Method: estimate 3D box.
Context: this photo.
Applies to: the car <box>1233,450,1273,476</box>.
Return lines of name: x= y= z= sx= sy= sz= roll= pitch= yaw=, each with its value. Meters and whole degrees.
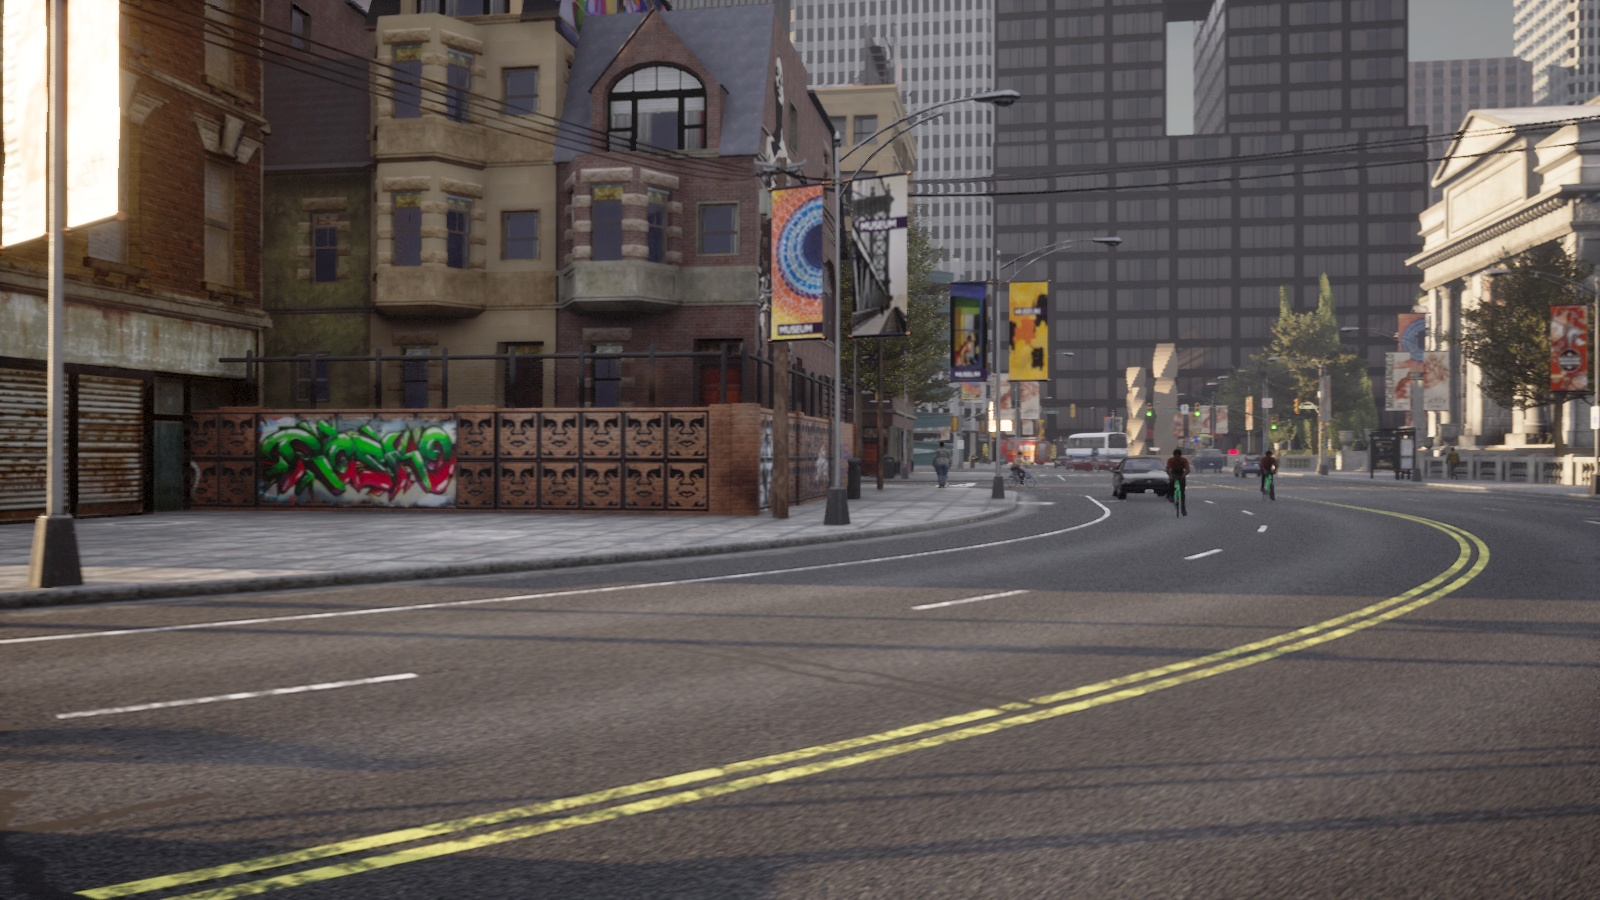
car: x=29.556 y=0.824 z=81.992 sx=1.851 sy=1.617 sz=3.988 roll=0 pitch=0 yaw=10

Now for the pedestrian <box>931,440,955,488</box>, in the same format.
pedestrian: x=5.586 y=0.542 z=49.073 sx=0.874 sy=1.855 sz=0.900 roll=0 pitch=0 yaw=1

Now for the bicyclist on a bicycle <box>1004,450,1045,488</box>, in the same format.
bicyclist on a bicycle: x=9.857 y=0.830 z=55.209 sx=1.509 sy=1.612 sz=0.866 roll=0 pitch=1 yaw=43

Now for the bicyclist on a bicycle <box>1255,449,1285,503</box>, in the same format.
bicyclist on a bicycle: x=14.577 y=0.783 z=38.973 sx=0.582 sy=1.620 sz=1.656 roll=0 pitch=0 yaw=10

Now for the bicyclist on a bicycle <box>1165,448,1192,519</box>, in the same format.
bicyclist on a bicycle: x=8.855 y=0.768 z=29.383 sx=0.582 sy=1.620 sz=1.656 roll=-1 pitch=0 yaw=17

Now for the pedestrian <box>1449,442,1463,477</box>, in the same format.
pedestrian: x=34.919 y=0.521 z=66.882 sx=0.370 sy=1.835 sz=0.726 roll=0 pitch=0 yaw=2

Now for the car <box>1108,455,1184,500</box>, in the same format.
car: x=11.753 y=0.898 z=42.986 sx=2.033 sy=1.411 sz=5.357 roll=0 pitch=0 yaw=10
